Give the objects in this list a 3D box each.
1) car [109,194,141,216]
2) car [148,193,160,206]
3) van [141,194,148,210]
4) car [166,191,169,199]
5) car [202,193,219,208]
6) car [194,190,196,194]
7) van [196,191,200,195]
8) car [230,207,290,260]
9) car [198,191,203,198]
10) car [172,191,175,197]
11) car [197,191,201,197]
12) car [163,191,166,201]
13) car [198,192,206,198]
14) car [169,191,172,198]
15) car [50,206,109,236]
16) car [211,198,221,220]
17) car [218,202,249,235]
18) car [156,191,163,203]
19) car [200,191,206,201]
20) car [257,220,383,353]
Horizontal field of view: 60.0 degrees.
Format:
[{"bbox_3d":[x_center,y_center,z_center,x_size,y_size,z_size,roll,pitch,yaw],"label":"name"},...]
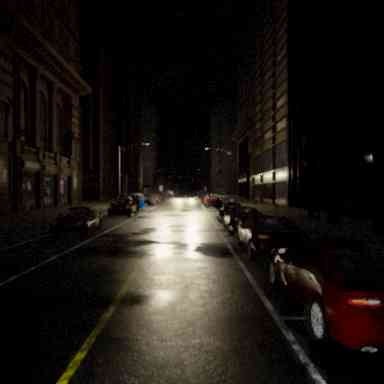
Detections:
[{"bbox_3d":[-5.915,1.201,28.614,1.967,1.590,4.097,1,0,0],"label":"car"},{"bbox_3d":[-5.958,1.178,45.488,1.947,1.339,4.313,1,1,0],"label":"car"},{"bbox_3d":[-5.928,1.053,34.238,1.690,1.788,3.998,1,1,0],"label":"van"},{"bbox_3d":[-5.997,0.776,62.358,2.192,1.841,5.009,1,1,0],"label":"car"},{"bbox_3d":[2.581,1.203,39.892,1.887,1.381,4.507,1,1,0],"label":"car"},{"bbox_3d":[2.459,0.517,90.509,2.192,1.841,5.009,1,1,0],"label":"car"},{"bbox_3d":[2.486,0.645,79.260,1.690,1.788,3.998,1,1,0],"label":"van"},{"bbox_3d":[2.651,1.447,11.769,1.887,1.381,4.507,1,0,0],"label":"car"},{"bbox_3d":[2.540,1.053,56.765,1.887,1.381,4.507,1,1,0],"label":"car"},{"bbox_3d":[-6.056,0.838,84.857,1.802,1.307,4.206,1,1,0],"label":"car"},{"bbox_3d":[2.526,1.008,62.389,2.008,1.369,4.403,1,1,0],"label":"car"},{"bbox_3d":[-5.985,1.038,56.566,1.752,1.417,4.829,1,1,0],"label":"car"},{"bbox_3d":[2.470,0.777,85.056,1.752,1.417,4.829,1,1,0],"label":"car"},{"bbox_3d":[-6.026,0.799,73.607,1.967,1.590,4.097,1,1,0],"label":"car"},{"bbox_3d":[-5.889,1.440,17.367,1.802,1.307,4.206,1,0,0],"label":"car"},{"bbox_3d":[2.622,1.373,23.019,1.947,1.339,4.313,1,0,0],"label":"car"},{"bbox_3d":[2.637,1.399,17.393,1.887,1.381,4.507,1,0,0],"label":"car"},{"bbox_3d":[-5.971,1.002,51.111,1.967,1.590,4.097,1,1,0],"label":"car"},{"bbox_3d":[2.568,1.049,45.515,1.967,1.590,4.097,1,1,0],"label":"car"},{"bbox_3d":[2.664,1.493,6.144,1.887,1.381,4.507,1,0,0],"label":"car"}]
